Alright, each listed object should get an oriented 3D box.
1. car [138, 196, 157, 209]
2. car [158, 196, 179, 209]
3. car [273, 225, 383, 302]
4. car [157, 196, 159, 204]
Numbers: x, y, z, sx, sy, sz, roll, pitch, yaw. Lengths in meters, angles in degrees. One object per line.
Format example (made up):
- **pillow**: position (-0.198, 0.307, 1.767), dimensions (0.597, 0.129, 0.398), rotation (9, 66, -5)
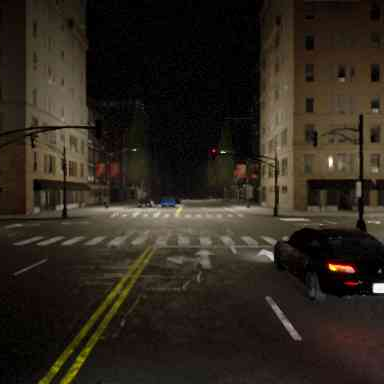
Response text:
- **car**: position (-6.573, 1.590, 47.895), dimensions (1.837, 1.490, 4.892), rotation (0, 0, 0)
- **car**: position (-3.324, 1.563, 47.764), dimensions (1.882, 1.535, 5.008), rotation (0, 0, 0)
- **car**: position (3.351, 1.543, 8.186), dimensions (1.812, 1.442, 4.674), rotation (0, 0, 0)
- **car**: position (-6.516, 1.588, 63.514), dimensions (1.882, 1.535, 5.008), rotation (0, 0, 0)
